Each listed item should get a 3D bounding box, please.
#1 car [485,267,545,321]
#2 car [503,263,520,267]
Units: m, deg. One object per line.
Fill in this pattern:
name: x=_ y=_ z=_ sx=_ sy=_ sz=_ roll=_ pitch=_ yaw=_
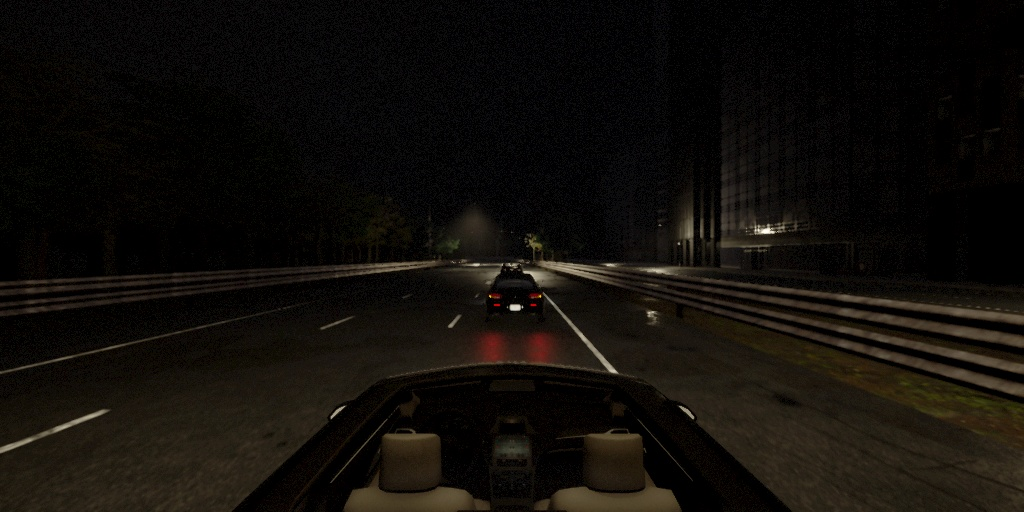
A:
car: x=0.084 y=1.288 z=12.371 sx=1.812 sy=1.442 sz=4.674 roll=0 pitch=0 yaw=0
car: x=-0.047 y=1.307 z=30.476 sx=2.128 sy=1.511 sz=4.902 roll=0 pitch=0 yaw=-1
